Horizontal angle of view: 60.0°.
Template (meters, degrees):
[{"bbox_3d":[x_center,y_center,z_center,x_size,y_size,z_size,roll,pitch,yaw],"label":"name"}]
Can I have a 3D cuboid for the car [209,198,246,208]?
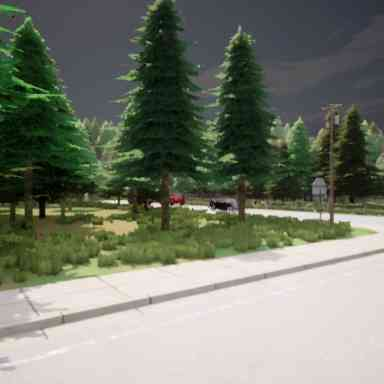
[{"bbox_3d":[3.862,1.413,36.602,2.128,1.511,4.902,0,0,-34],"label":"car"}]

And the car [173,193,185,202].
[{"bbox_3d":[-3.220,1.142,53.427,2.150,2.045,5.566,0,0,-34],"label":"car"}]
